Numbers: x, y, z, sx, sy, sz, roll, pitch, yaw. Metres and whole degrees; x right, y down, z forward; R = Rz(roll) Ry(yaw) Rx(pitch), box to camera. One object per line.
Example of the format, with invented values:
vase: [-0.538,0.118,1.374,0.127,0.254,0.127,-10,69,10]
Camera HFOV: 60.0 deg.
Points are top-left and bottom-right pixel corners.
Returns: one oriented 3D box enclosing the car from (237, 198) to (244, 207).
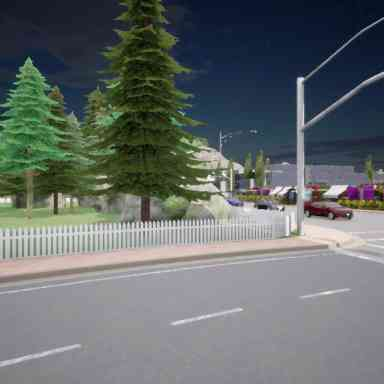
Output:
car: [5.901,1.533,48.536,1.882,1.535,5.008,0,0,-16]

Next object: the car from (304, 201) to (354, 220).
car: [11.746,1.533,28.966,1.882,1.535,5.008,0,0,-17]

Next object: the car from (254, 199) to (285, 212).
car: [8.890,1.547,38.508,2.128,1.511,4.902,0,0,-17]
